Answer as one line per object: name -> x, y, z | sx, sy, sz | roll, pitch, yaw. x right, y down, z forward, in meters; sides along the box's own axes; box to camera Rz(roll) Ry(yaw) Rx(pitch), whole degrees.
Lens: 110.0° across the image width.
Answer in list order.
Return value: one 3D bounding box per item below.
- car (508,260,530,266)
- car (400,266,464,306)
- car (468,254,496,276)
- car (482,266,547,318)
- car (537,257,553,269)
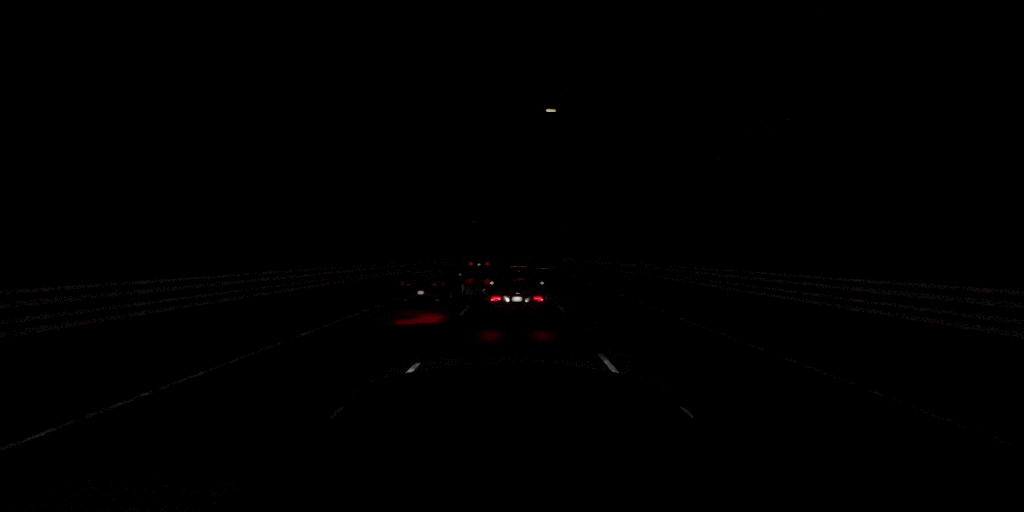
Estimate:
car -> 0.689, 1.140, 35.025 | 1.837, 1.490, 4.892 | 0, 0, 2
car -> -3.284, 1.164, 15.505 | 1.882, 1.535, 5.008 | 0, 0, 1
car -> -2.835, 0.856, 34.485 | 2.150, 2.045, 5.566 | 0, 0, 2
car -> 0.175, 1.247, 12.595 | 2.033, 1.411, 5.357 | 0, 0, 1
car -> 4.941, 1.208, 54.457 | 1.994, 1.385, 4.181 | 0, 0, 3
